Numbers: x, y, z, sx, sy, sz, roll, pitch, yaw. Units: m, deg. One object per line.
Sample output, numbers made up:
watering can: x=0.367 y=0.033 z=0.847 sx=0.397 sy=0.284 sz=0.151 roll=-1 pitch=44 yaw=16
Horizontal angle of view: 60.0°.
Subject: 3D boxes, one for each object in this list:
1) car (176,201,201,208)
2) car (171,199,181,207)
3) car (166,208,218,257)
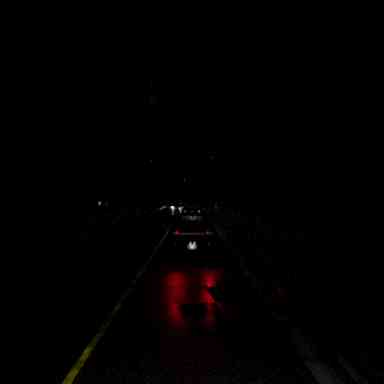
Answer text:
car: x=0.036 y=1.774 z=28.511 sx=2.128 sy=1.511 sz=4.902 roll=0 pitch=0 yaw=1
car: x=-2.988 y=2.121 z=65.361 sx=1.837 sy=1.490 sz=4.892 roll=0 pitch=0 yaw=0
car: x=0.029 y=1.627 z=13.515 sx=2.128 sy=1.511 sz=4.902 roll=0 pitch=0 yaw=1
